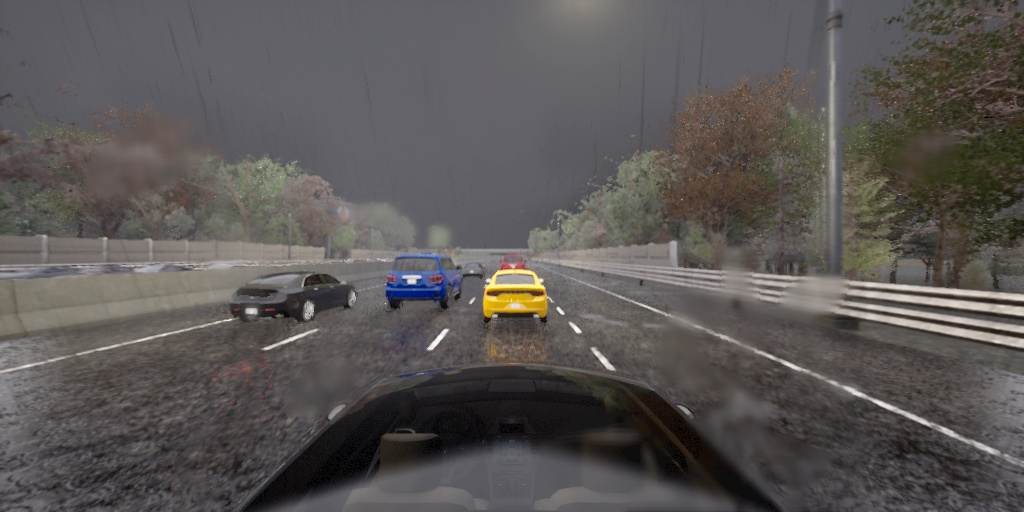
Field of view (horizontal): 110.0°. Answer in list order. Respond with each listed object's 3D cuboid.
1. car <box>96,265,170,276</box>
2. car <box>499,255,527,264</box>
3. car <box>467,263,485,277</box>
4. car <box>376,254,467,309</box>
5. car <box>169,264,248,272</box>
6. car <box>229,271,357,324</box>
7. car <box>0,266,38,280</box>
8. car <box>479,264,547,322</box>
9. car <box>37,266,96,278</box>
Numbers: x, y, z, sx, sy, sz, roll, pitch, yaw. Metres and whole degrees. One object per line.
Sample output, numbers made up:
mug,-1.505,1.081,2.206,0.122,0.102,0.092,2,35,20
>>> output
car,-21.104,1.250,21.411,1.812,1.442,4.674,0,0,0
car,0.090,0.941,31.170,2.150,2.045,5.566,0,0,0
car,-3.407,1.283,32.420,1.994,1.385,4.181,0,0,0
car,-3.404,0.954,14.850,2.150,2.045,5.566,0,0,0
car,-17.594,1.250,21.833,1.812,1.442,4.674,0,0,0
car,-6.903,1.240,11.953,1.837,1.490,4.892,0,0,0
car,-28.103,1.287,21.504,1.994,1.385,4.181,0,0,0
car,0.097,1.214,12.321,1.882,1.535,5.008,0,0,0
car,-24.603,1.288,21.524,1.994,1.385,4.181,0,0,0
